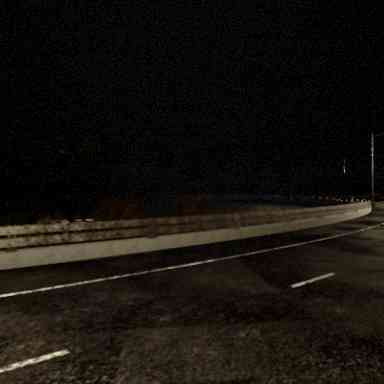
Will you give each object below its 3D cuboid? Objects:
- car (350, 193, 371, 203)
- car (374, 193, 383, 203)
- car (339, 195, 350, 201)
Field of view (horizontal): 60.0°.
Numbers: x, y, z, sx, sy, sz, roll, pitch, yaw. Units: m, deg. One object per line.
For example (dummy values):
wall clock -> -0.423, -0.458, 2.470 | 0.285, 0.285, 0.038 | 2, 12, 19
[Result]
car -> 39.546, 1.425, 77.554 | 2.150, 2.045, 5.566 | 0, 0, 5
car -> 43.050, 1.425, 77.302 | 2.150, 2.045, 5.566 | 0, 0, 5
car -> 40.380, 1.598, 86.113 | 2.097, 1.767, 4.553 | 0, 0, 3
